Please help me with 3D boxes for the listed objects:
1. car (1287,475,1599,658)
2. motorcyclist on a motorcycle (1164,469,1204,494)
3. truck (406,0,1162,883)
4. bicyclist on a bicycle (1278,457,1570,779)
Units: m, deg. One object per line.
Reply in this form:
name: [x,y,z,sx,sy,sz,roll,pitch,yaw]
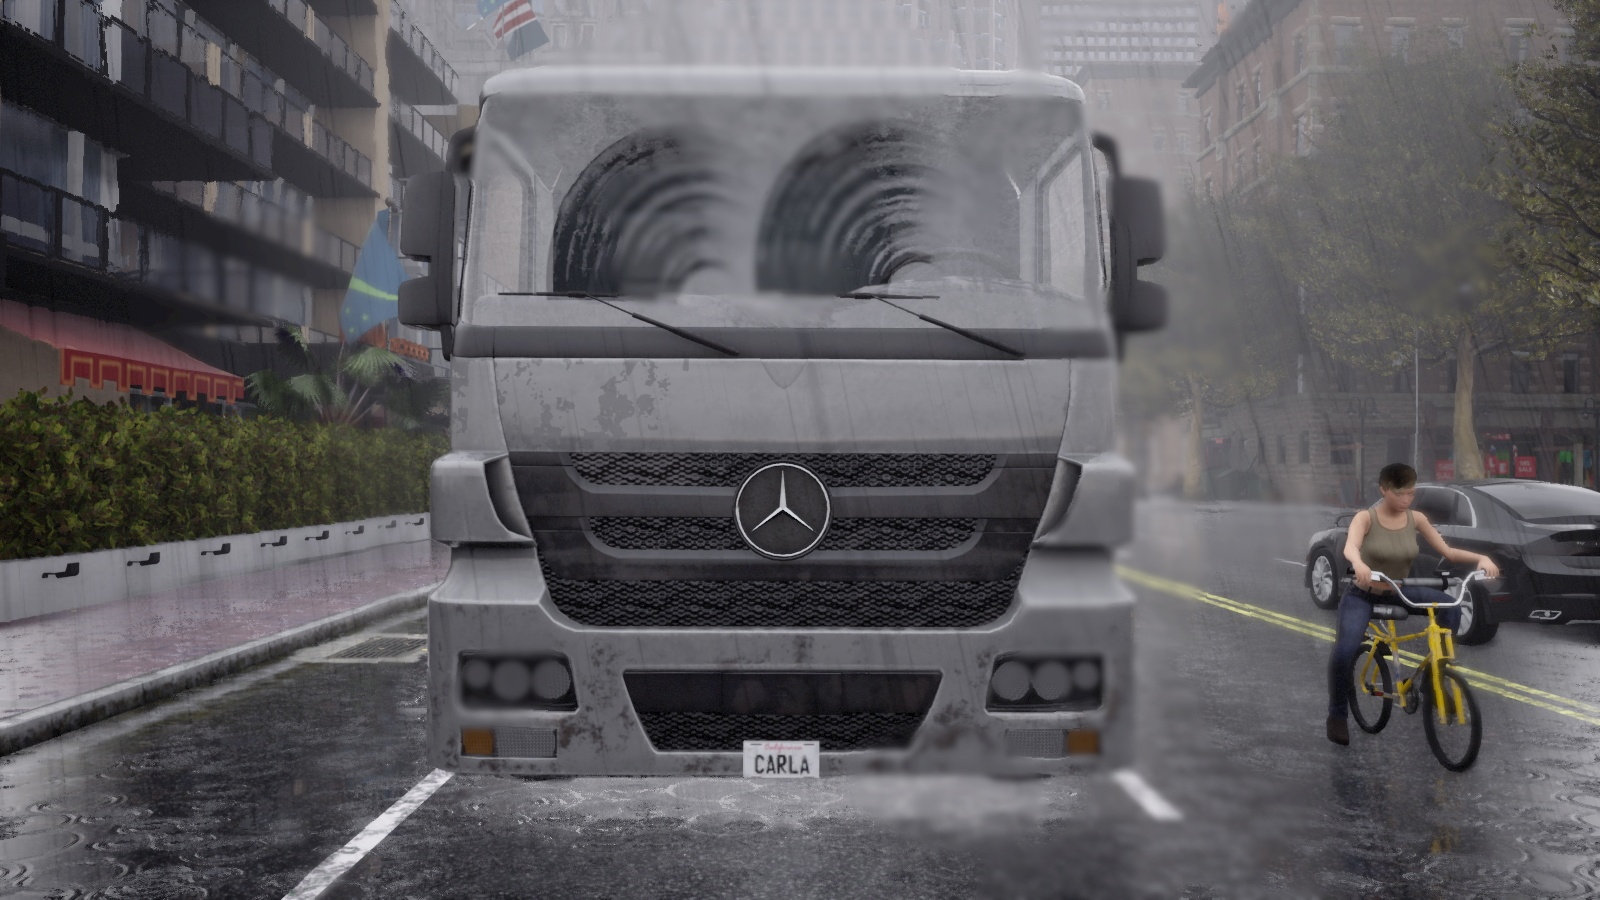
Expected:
car: [6.867,1.007,12.815,1.837,1.490,4.892,0,-1,-1]
motorcyclist on a motorcycle: [24.984,2.035,81.803,2.350,1.649,0.766,0,-1,0]
truck: [-0.100,-0.020,8.798,2.891,3.462,7.936,0,-1,-1]
bicyclist on a bicycle: [3.422,0.856,7.063,0.866,1.612,1.509,0,-1,0]
